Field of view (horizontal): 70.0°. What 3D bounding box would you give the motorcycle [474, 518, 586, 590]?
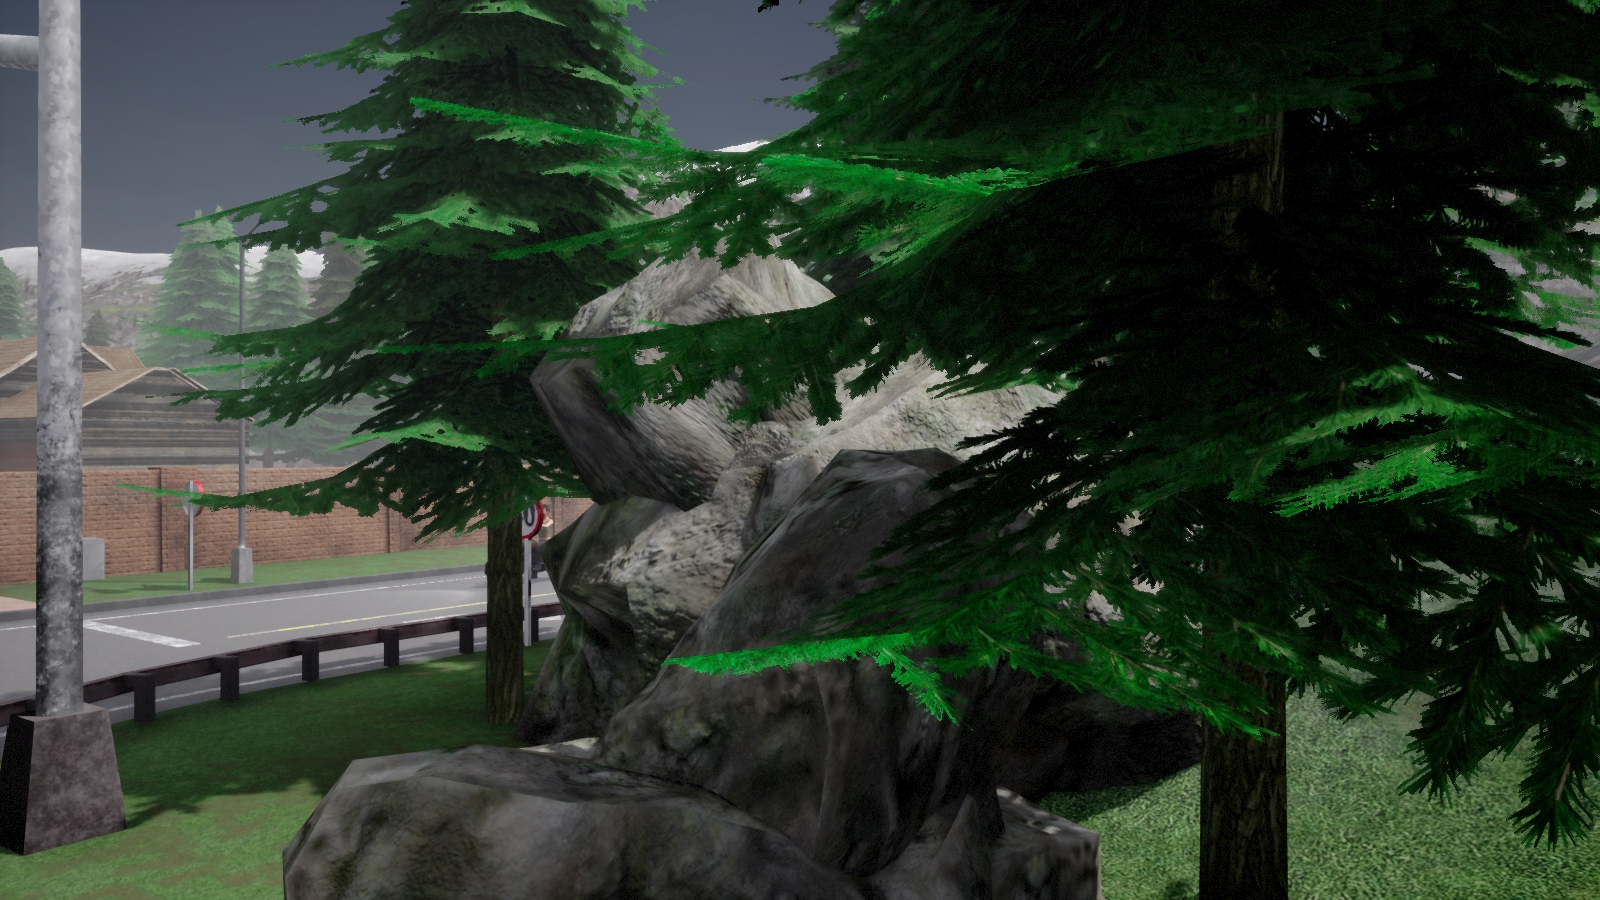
[{"bbox_3d":[-5.636,2.150,24.014,0.764,1.277,2.356,0,0,36],"label":"motorcycle"}]
